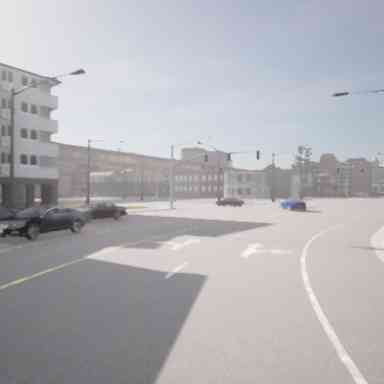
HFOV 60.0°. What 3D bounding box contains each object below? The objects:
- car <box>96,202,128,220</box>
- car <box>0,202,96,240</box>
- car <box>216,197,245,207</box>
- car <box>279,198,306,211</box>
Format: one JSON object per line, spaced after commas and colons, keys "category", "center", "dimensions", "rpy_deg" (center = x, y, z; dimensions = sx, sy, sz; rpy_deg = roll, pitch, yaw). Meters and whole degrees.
{"category": "car", "center": [-7.135, 1.453, 25.007], "dimensions": [2.033, 1.411, 5.357], "rpy_deg": [1, 0, 29]}
{"category": "car", "center": [-7.358, 1.415, 16.570], "dimensions": [2.128, 1.511, 4.902], "rpy_deg": [1, 0, 21]}
{"category": "car", "center": [5.917, 1.540, 51.907], "dimensions": [4.674, 1.442, 1.812], "rpy_deg": [1, 0, 34]}
{"category": "car", "center": [12.651, 1.545, 41.965], "dimensions": [1.882, 1.535, 5.008], "rpy_deg": [1, 0, -5]}
